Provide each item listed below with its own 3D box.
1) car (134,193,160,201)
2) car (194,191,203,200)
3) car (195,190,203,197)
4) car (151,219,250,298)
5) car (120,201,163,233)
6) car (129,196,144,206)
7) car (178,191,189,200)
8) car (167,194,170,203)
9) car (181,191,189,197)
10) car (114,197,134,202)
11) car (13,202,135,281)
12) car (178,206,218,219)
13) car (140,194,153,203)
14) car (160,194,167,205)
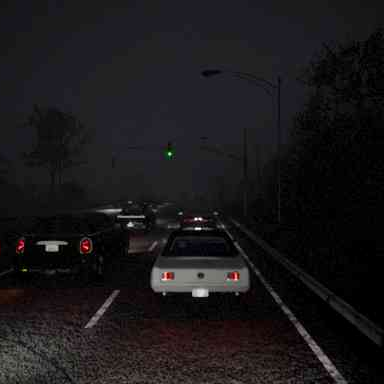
[{"bbox_3d":[-6.242,1.219,47.064,2.150,2.045,5.566,0,0,1],"label":"car"},{"bbox_3d":[1.515,1.036,75.898,2.128,1.511,4.902,0,3,1],"label":"car"},{"bbox_3d":[1.751,0.365,86.315,1.994,1.385,4.181,0,3,1],"label":"car"},{"bbox_3d":[0.182,1.601,8.452,1.895,1.301,4.718,0,0,1],"label":"car"},{"bbox_3d":[-3.189,1.491,19.657,2.128,1.511,4.902,0,0,0],"label":"car"},{"bbox_3d":[-9.492,1.523,57.209,1.812,1.442,4.674,0,0,1],"label":"car"},{"bbox_3d":[-1.983,0.734,75.992,2.150,2.045,5.566,0,3,1],"label":"car"},{"bbox_3d":[-5.703,1.250,67.245,2.097,1.767,4.553,0,1,2],"label":"car"},{"bbox_3d":[-1.747,0.406,86.426,1.895,1.301,4.718,0,3,1],"label":"car"},{"bbox_3d":[-9.734,1.490,46.987,2.128,1.511,4.902,0,0,2],"label":"car"},{"bbox_3d":[-3.294,1.351,10.024,2.097,1.767,4.553,0,0,1],"label":"car"},{"bbox_3d":[0.333,1.505,18.065,1.837,1.490,4.892,0,0,1],"label":"car"},{"bbox_3d":[-9.186,1.367,67.579,1.882,1.535,5.008,0,2,2],"label":"car"},{"bbox_3d":[-5.994,1.475,57.319,1.882,1.535,5.008,0,0,2],"label":"car"}]
